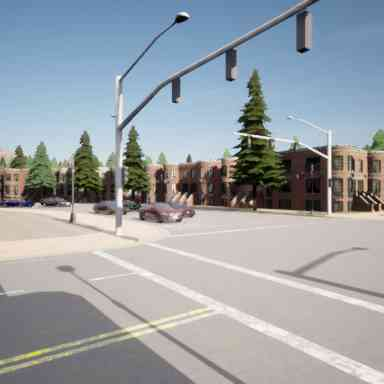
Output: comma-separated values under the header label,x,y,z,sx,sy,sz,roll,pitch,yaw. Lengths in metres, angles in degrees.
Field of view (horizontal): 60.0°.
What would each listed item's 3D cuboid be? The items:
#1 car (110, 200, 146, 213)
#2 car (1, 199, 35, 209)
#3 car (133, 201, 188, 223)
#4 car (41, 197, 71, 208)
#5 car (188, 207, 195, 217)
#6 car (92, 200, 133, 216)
label,x,y,z,sx,sy,sz,roll,pitch,yaw
car,-7.286,1.600,37.524,1.895,1.301,4.718,0,0,-42
car,-23.846,1.600,45.623,4.718,1.301,1.895,0,0,24
car,-2.520,1.525,25.579,1.812,1.442,4.674,0,0,-35
car,-19.279,1.490,47.179,4.902,1.511,2.128,0,0,28
car,-1.530,1.563,30.097,1.994,1.385,4.181,0,0,-37
car,-8.190,1.546,33.264,2.033,1.411,5.357,0,0,-38
